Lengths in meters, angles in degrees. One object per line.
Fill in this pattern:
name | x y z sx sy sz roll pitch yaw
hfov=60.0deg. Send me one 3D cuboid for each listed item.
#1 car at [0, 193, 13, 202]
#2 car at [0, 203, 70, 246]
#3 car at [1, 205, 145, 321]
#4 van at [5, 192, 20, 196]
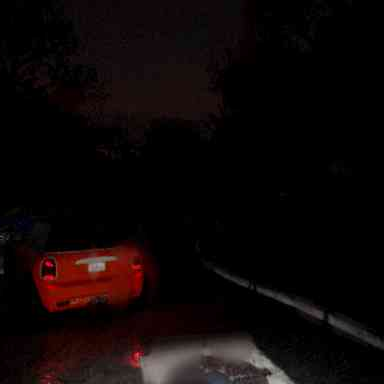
car | -33.202 0.941 56.368 4.792 1.488 2.163 1 1 -38
car | -7.264 1.326 14.914 2.097 1.767 4.553 0 0 36
car | -2.876 1.337 7.620 2.097 1.767 4.553 1 0 -34
van | -28.196 0.952 49.709 4.442 1.987 1.878 1 1 -38
